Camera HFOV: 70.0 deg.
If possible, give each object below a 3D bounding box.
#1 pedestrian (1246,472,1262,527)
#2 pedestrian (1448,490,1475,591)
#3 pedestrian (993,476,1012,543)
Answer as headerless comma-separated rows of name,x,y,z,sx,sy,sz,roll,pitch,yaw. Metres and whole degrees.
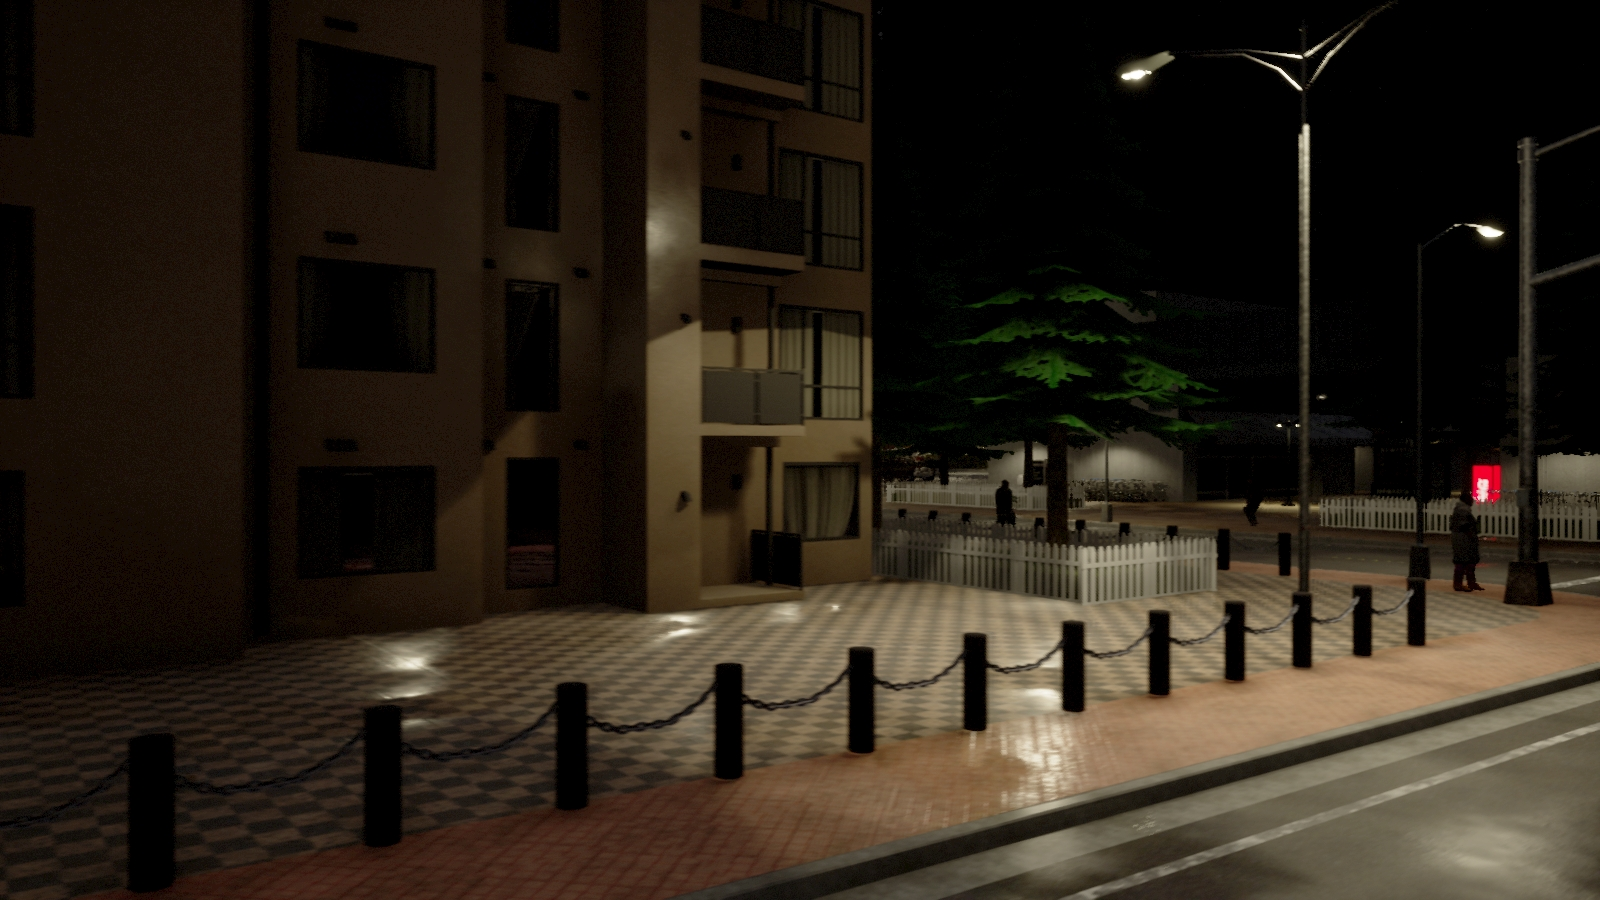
pedestrian,15.572,1.691,39.173,0.375,1.860,0.375,0,0,-32
pedestrian,12.417,1.690,21.458,0.375,1.860,0.375,0,0,20
pedestrian,5.773,1.690,32.594,0.375,1.860,0.375,0,0,-33
